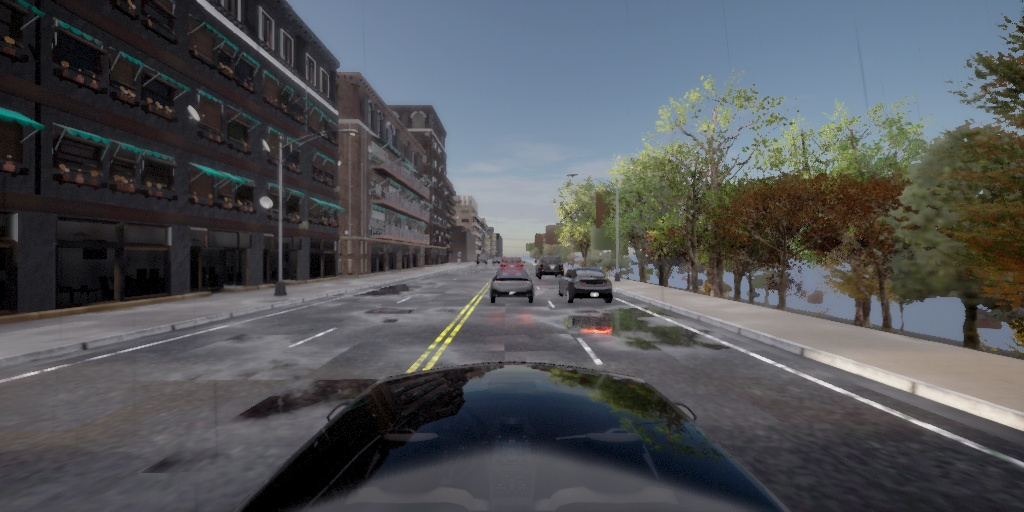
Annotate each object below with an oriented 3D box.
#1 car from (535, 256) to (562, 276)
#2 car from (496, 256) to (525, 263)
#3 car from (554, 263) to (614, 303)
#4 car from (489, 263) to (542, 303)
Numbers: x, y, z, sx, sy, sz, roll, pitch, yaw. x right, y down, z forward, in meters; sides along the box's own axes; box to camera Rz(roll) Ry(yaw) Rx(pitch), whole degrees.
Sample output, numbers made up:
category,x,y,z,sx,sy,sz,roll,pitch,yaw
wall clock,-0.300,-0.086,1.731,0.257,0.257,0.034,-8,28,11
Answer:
category,x,y,z,sx,sy,sz,roll,pitch,yaw
car,3.250,1.011,31.530,2.150,2.045,5.566,0,0,0
car,0.000,1.011,31.530,2.150,2.045,5.566,0,0,0
car,3.250,1.268,16.500,1.837,1.490,4.892,0,0,0
car,0.000,1.246,16.500,2.128,1.511,4.902,0,0,0
